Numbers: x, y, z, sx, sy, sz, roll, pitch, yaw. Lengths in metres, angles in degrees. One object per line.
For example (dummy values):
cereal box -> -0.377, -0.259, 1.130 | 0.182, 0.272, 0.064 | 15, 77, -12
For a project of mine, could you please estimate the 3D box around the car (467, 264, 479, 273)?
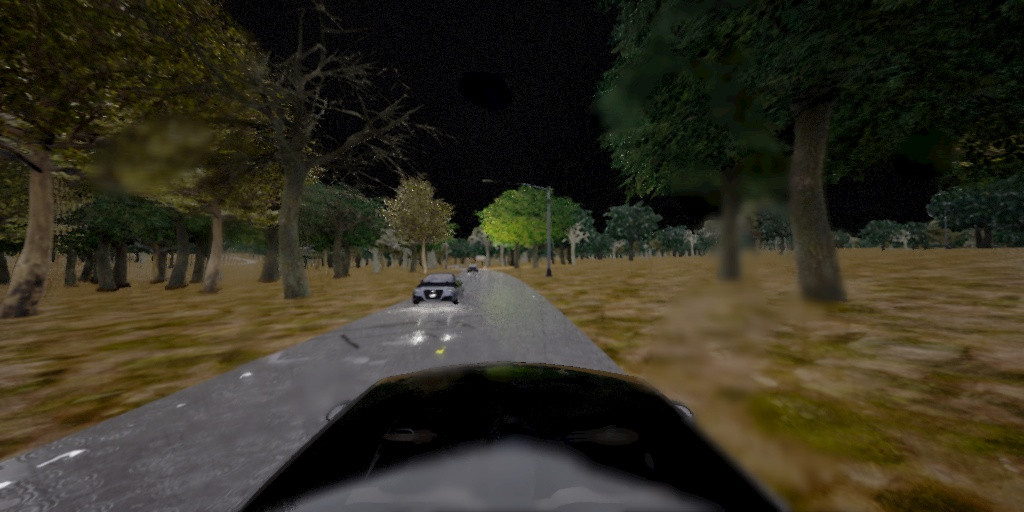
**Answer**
car -> -6.479, 2.088, 59.819 | 2.033, 1.411, 5.357 | 0, -1, -6

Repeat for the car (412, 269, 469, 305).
car -> -3.378, 1.494, 17.086 | 1.994, 1.385, 4.181 | 0, -1, -2
